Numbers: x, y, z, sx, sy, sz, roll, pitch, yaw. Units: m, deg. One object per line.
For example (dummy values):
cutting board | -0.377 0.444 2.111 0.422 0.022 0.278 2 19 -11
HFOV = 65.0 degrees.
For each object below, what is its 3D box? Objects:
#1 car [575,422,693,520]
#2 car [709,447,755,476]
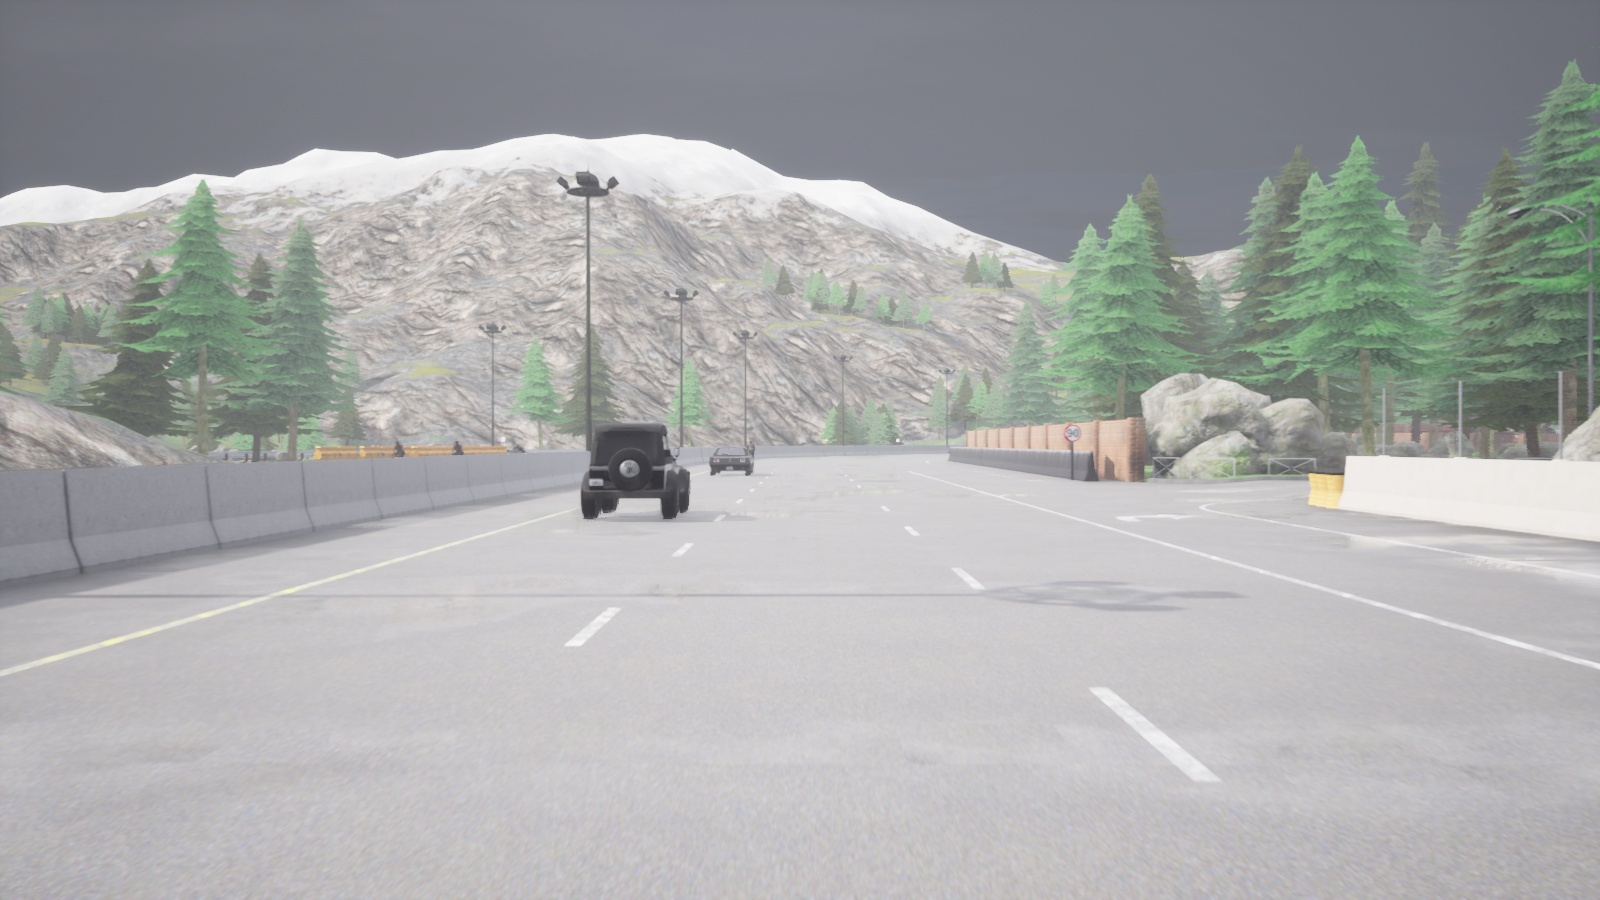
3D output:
car | -3.337 0.393 25.966 1.905 1.878 3.866 0 0 0
car | -3.150 0.512 58.972 1.895 1.301 4.718 0 0 0
